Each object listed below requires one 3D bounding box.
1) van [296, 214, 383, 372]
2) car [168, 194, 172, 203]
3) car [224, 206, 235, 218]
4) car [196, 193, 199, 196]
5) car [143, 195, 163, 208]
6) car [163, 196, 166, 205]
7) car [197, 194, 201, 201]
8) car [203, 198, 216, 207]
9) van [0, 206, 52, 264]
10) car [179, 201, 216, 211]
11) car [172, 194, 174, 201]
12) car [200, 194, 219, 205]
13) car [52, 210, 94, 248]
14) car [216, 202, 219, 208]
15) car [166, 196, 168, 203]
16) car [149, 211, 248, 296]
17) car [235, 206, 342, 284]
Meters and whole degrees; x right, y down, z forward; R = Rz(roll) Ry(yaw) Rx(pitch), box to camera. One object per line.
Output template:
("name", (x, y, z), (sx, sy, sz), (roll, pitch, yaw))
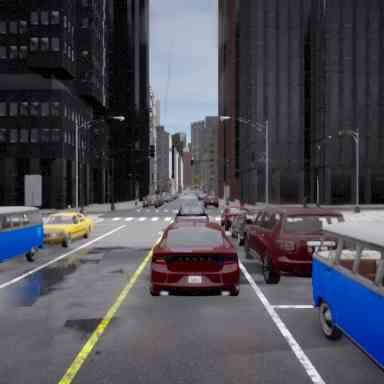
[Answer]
("van", (2.761, 1.341, 3.952), (1.690, 1.788, 3.998), (0, 0, 0))
("car", (-5.803, 1.614, 70.147), (1.947, 1.339, 4.313), (0, 0, 0))
("car", (2.753, 1.551, 15.003), (2.008, 1.369, 4.403), (0, 0, 0))
("car", (2.711, 1.667, 92.720), (1.947, 1.339, 4.313), (0, 0, 0))
("car", (-5.792, 1.332, 47.574), (2.192, 1.841, 5.009), (0, 0, 0))
("car", (-5.795, 1.338, 53.218), (2.192, 1.841, 5.009), (0, 0, 0))
("car", (2.713, 1.633, 87.075), (1.887, 1.381, 4.507), (0, 0, 0))
("car", (2.731, 1.589, 53.213), (1.947, 1.339, 4.313), (0, 0, 0))
("van", (-5.773, 1.340, 9.486), (1.690, 1.788, 3.998), (0, 0, 0))
("car", (-0.008, 1.492, 19.076), (2.128, 1.511, 4.902), (0, 0, 0))
("car", (-5.806, 1.585, 75.620), (1.752, 1.417, 4.829), (0, 0, 0))
("car", (2.733, 1.332, 47.569), (2.192, 1.841, 5.009), (0, 0, 0))
("car", (-5.774, 1.525, 14.840), (1.752, 1.417, 4.829), (0, 0, 0))
("car", (2.749, 1.546, 20.528), (1.887, 1.381, 4.507), (0, 0, 0))
("car", (-5.796, 1.596, 58.860), (1.947, 1.339, 4.313), (0, 0, 0))
("car", (0.063, 1.477, 8.667), (1.882, 1.535, 5.008), (0, 0, 0))
("car", (2.756, 1.314, 9.478), (2.192, 1.841, 5.009), (0, 0, 0))
